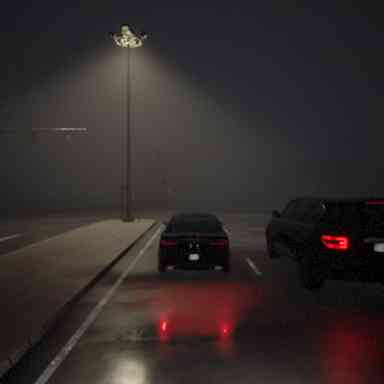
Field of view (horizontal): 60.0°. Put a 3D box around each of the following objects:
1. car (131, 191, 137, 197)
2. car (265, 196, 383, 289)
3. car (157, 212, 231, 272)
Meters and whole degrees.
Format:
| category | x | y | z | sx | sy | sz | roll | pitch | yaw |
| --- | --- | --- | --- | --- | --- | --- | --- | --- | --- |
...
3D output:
| category | x | y | z | sx | sy | sz | roll | pitch | yaw |
| --- | --- | --- | --- | --- | --- | --- | --- | --- | --- |
| car | -14.980 | 0.507 | 83.601 | 1.837 | 1.490 | 4.892 | 0 | 1 | 0 |
| car | 3.569 | 1.114 | 8.978 | 2.150 | 2.045 | 5.566 | 0 | 1 | 0 |
| car | 0.066 | 1.353 | 10.330 | 1.882 | 1.535 | 5.008 | 0 | 1 | 0 |
